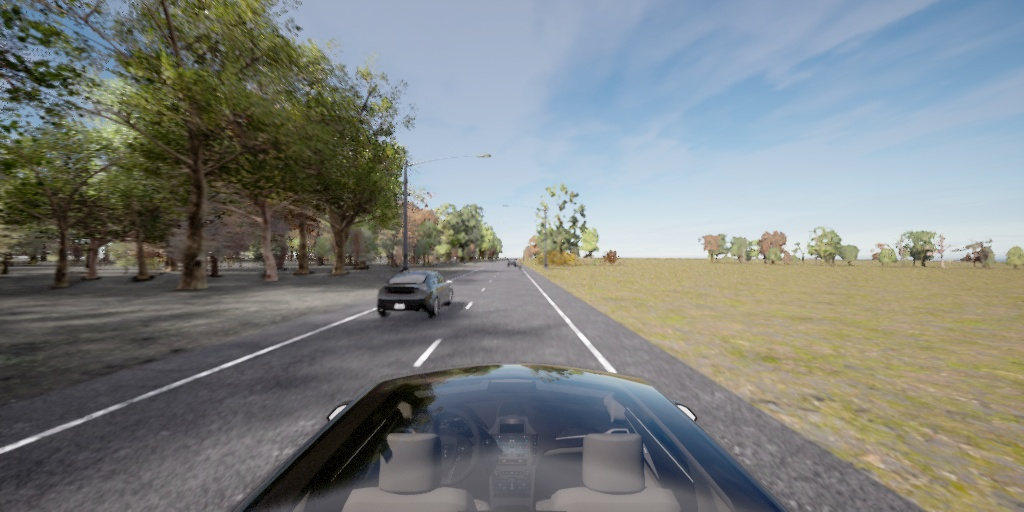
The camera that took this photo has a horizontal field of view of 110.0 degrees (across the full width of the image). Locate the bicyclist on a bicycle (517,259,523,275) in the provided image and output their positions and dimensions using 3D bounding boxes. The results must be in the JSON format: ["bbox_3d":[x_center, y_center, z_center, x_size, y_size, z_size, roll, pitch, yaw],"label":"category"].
[{"bbox_3d":[0.950,1.329,40.862,0.582,1.620,1.656,0,-1,0],"label":"bicyclist on a bicycle"}]

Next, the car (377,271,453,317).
[{"bbox_3d":[-3.406,1.291,13.292,1.837,1.490,4.892,0,0,0],"label":"car"}]
